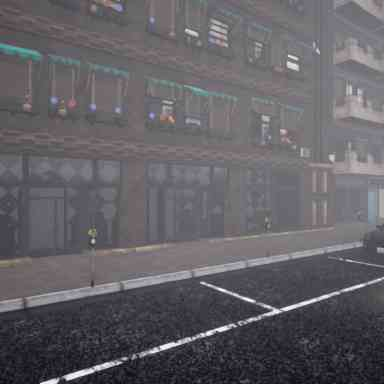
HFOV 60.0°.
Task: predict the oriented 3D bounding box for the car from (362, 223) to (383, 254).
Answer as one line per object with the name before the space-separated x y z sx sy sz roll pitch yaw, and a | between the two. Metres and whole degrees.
car | 8.093 1.565 12.311 4.313 1.339 1.947 0 0 -35
